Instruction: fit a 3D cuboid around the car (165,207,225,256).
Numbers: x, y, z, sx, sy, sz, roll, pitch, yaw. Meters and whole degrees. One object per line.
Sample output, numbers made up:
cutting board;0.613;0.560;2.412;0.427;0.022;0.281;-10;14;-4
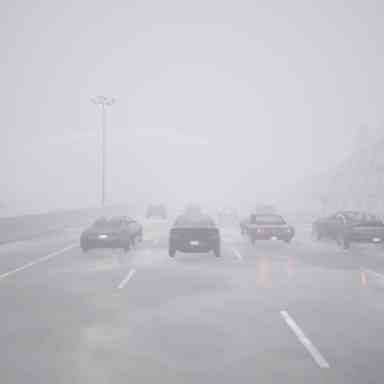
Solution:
car;0.092;1.610;13.821;1.882;1.535;5.008;0;-1;0

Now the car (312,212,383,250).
car;7.090;1.637;15.212;2.128;1.511;4.902;0;0;0

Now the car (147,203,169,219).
car;-3.421;1.809;33.256;2.128;1.511;4.902;0;-1;0

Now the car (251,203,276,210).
car;7.080;1.808;33.275;2.128;1.511;4.902;0;-1;0

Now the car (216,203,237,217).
car;3.567;1.854;34.440;1.812;1.442;4.674;0;-1;0

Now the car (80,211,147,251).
car;-3.410;1.705;14.750;1.994;1.385;4.181;0;-1;0

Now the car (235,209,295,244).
car;3.591;1.762;16.847;1.895;1.301;4.718;0;-1;0

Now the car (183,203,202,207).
car;0.067;1.854;34.440;1.812;1.442;4.674;0;-1;0
